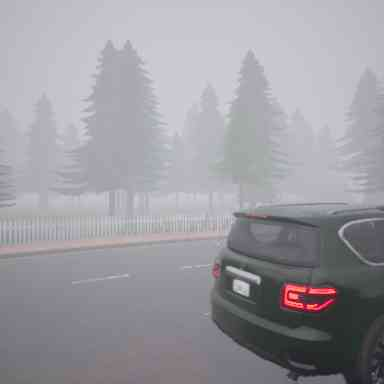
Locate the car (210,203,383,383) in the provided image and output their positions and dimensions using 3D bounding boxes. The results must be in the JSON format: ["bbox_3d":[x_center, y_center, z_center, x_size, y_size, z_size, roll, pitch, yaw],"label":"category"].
[{"bbox_3d":[2.935,1.196,5.169,5.566,2.045,2.150,0,0,-28],"label":"car"}]
